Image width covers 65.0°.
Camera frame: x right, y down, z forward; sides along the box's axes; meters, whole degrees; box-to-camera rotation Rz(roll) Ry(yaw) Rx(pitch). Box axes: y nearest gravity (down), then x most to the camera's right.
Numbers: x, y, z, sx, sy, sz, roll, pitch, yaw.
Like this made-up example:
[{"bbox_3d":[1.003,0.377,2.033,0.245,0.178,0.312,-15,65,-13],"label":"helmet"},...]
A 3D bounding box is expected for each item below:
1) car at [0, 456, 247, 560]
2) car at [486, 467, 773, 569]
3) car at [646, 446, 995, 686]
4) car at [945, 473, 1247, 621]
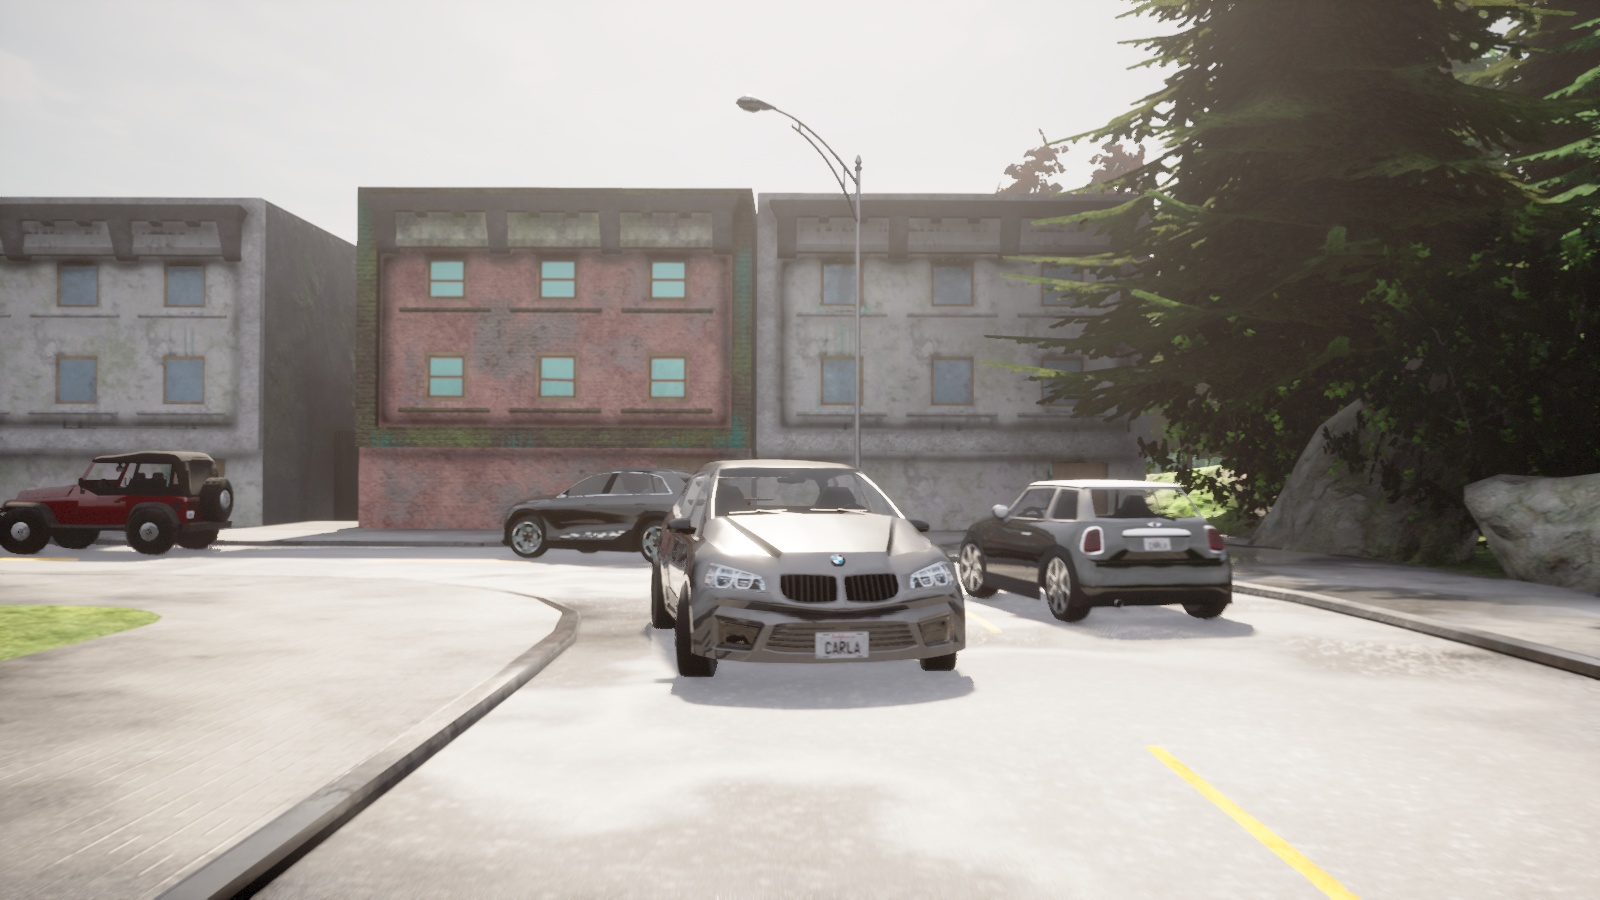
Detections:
[{"bbox_3d":[-12.688,1.055,23.466,3.866,1.878,1.905,0,-1,0],"label":"car"},{"bbox_3d":[-3.086,1.134,22.391,4.856,1.649,2.033,-1,-1,31],"label":"car"},{"bbox_3d":[-0.104,0.847,11.194,2.242,1.667,4.611,0,-1,-10],"label":"car"},{"bbox_3d":[3.265,1.015,14.704,1.970,1.475,3.806,0,-1,-12],"label":"car"}]
